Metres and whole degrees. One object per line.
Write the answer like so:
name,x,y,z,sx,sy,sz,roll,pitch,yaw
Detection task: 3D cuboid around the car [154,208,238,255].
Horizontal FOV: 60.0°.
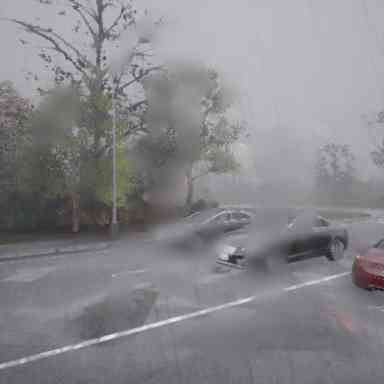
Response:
car,0.876,1.423,13.123,4.902,1.511,2.128,-1,0,-35

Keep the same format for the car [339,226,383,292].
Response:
car,5.522,1.492,7.585,4.181,1.385,1.994,-1,0,-35

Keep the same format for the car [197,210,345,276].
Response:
car,2.849,1.424,10.232,4.902,1.511,2.128,-1,0,-35
